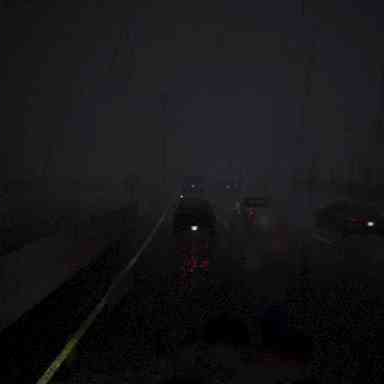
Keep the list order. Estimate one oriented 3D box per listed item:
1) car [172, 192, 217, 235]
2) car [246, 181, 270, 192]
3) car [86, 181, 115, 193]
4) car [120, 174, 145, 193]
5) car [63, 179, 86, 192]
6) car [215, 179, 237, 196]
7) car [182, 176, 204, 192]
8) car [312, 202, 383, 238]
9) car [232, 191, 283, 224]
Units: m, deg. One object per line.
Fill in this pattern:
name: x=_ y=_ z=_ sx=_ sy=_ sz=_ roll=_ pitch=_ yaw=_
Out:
car: x=0.103 y=1.044 z=15.761 sx=1.837 sy=1.490 sz=4.892 roll=0 pitch=4 yaw=0
car: x=7.108 y=-0.505 z=36.159 sx=2.128 sy=1.511 sz=4.902 roll=0 pitch=4 yaw=0
car: x=-10.583 y=-0.659 z=39.576 sx=1.895 sy=1.301 sz=4.718 roll=0 pitch=4 yaw=0
car: x=-7.083 y=-1.092 z=40.231 sx=2.150 sy=2.045 sz=5.566 roll=0 pitch=5 yaw=0
car: x=-14.080 y=-0.823 z=40.460 sx=1.837 sy=1.490 sz=4.892 roll=0 pitch=5 yaw=0
car: x=3.609 y=-0.617 z=35.800 sx=2.097 sy=1.767 sz=4.553 roll=0 pitch=4 yaw=0
car: x=0.108 y=-0.692 z=35.088 sx=2.150 sy=2.045 sz=5.566 roll=0 pitch=4 yaw=0
car: x=7.103 y=1.131 z=15.240 sx=1.994 sy=1.385 sz=4.181 roll=0 pitch=3 yaw=0
car: x=3.604 y=0.941 z=18.754 sx=1.895 sy=1.301 sz=4.718 roll=0 pitch=4 yaw=0
